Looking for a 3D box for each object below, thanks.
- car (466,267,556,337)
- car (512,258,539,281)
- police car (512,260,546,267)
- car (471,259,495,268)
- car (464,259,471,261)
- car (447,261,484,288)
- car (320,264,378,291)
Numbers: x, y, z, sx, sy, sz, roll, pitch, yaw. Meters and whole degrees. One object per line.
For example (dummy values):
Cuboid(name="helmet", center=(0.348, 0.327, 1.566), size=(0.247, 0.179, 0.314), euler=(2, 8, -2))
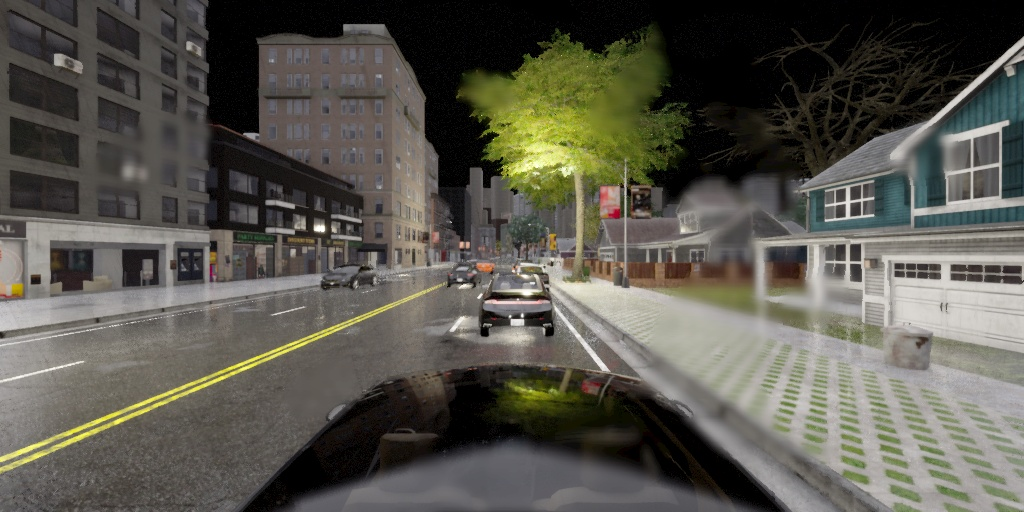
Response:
Cuboid(name="car", center=(0.122, 1.239, 10.278), size=(2.128, 1.511, 4.902), euler=(0, 0, 0))
Cuboid(name="car", center=(1.054, 1.081, 30.388), size=(2.097, 1.767, 4.553), euler=(0, 0, 0))
Cuboid(name="police car", center=(1.027, 1.165, 20.528), size=(1.930, 1.638, 5.238), euler=(0, 0, 0))
Cuboid(name="car", center=(-3.043, 1.073, 40.319), size=(2.097, 1.767, 4.553), euler=(0, 0, 0))
Cuboid(name="car", center=(-6.387, 1.247, 61.681), size=(2.033, 1.411, 5.357), euler=(0, 0, 1))
Cuboid(name="car", center=(-3.089, 1.262, 23.630), size=(1.812, 1.442, 4.674), euler=(0, 0, 0))
Cuboid(name="car", center=(-9.794, 1.243, 21.948), size=(1.837, 1.490, 4.892), euler=(0, 0, 0))
